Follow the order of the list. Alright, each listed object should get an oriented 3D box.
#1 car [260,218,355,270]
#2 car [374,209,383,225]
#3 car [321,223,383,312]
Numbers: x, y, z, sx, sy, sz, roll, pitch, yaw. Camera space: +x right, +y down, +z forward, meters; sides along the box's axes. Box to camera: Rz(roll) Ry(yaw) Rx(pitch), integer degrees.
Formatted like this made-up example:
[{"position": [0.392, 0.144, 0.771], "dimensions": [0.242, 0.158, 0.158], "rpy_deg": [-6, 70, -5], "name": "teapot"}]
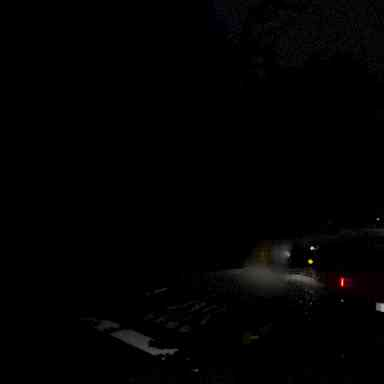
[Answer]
[{"position": [4.009, 1.598, 11.066], "dimensions": [1.994, 1.385, 4.181], "rpy_deg": [-1, -1, 41], "name": "car"}, {"position": [13.575, 1.561, 21.921], "dimensions": [2.033, 1.411, 5.357], "rpy_deg": [-1, -1, 41], "name": "car"}, {"position": [4.621, 1.596, 7.070], "dimensions": [1.895, 1.301, 4.718], "rpy_deg": [-1, -1, 41], "name": "car"}]
